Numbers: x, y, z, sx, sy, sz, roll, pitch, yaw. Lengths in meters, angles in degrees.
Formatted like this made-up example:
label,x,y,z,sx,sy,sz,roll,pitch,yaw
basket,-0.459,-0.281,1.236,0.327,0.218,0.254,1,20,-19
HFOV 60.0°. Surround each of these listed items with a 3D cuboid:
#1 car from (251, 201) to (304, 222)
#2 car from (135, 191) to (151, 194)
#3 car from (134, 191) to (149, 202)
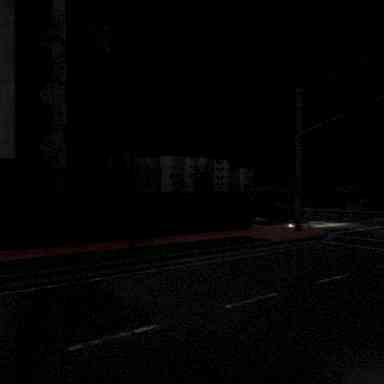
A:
label,x,y,z,sx,sy,sz,roll,pitch,yaw
car,6.413,1.478,26.374,1.882,1.535,5.008,0,0,-38
car,-6.462,1.224,47.392,2.150,2.045,5.566,0,0,-18
car,-9.360,0.840,62.283,2.150,2.045,5.566,0,0,-2
